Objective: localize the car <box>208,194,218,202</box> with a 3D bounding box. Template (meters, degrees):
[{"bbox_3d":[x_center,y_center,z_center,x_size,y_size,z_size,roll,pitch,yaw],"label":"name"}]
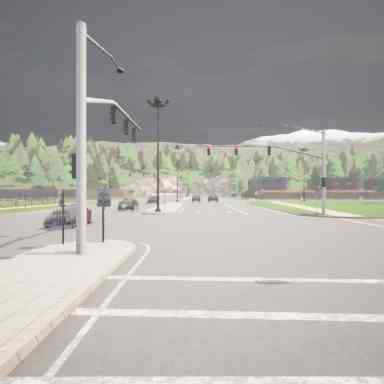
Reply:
[{"bbox_3d":[4.376,1.188,69.730,2.097,1.767,4.553,0,0,1],"label":"car"}]

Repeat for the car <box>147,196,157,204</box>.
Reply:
[{"bbox_3d":[-7.261,1.507,61.994,1.837,1.490,4.892,0,-1,1],"label":"car"}]

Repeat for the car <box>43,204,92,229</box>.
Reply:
[{"bbox_3d":[-7.891,1.525,21.652,1.812,1.442,4.674,0,0,1],"label":"car"}]

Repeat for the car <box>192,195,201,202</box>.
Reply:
[{"bbox_3d":[0.877,1.358,69.806,2.128,1.511,4.902,0,0,1],"label":"car"}]

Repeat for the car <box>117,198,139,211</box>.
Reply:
[{"bbox_3d":[-7.634,1.491,40.026,2.128,1.511,4.902,0,0,1],"label":"car"}]
